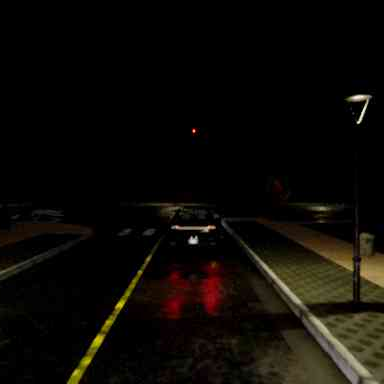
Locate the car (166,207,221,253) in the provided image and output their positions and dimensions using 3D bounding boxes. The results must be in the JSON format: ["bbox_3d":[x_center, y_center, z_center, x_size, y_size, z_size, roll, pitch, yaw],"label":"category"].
[{"bbox_3d":[0.089,1.328,12.971,2.128,1.511,4.902,0,1,1],"label":"car"}]
